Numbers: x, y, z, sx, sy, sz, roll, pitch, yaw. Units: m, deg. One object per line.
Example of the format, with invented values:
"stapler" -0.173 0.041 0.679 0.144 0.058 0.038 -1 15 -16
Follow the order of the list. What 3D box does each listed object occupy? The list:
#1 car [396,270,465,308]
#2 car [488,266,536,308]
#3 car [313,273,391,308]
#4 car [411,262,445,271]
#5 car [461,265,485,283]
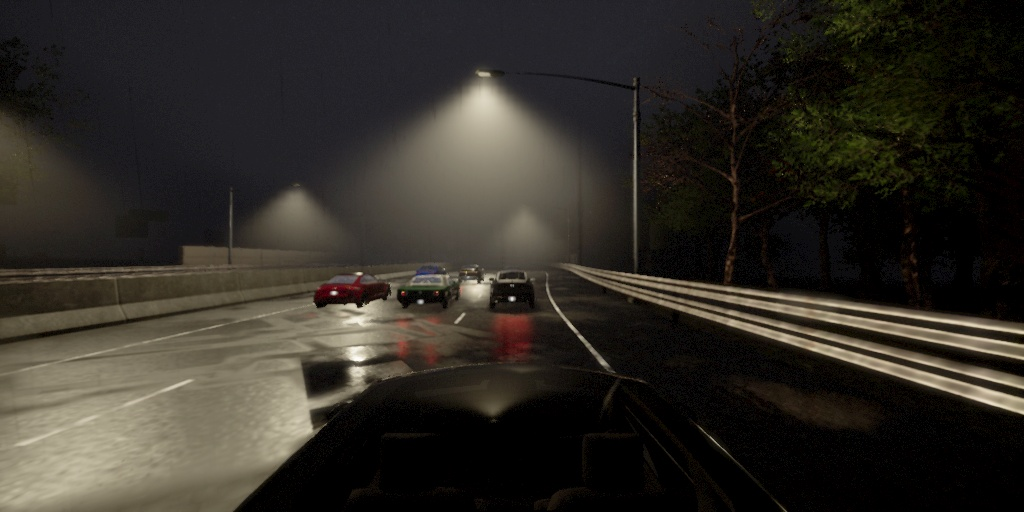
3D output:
"car" -3.494 1.485 15.956 1.895 1.301 4.718 0 -1 0
"car" 0.009 1.393 16.139 1.837 1.490 4.892 0 0 0
"car" -6.997 1.450 16.143 1.994 1.385 4.181 0 -1 0
"car" -6.985 1.514 31.339 1.882 1.535 5.008 0 0 0
"car" -3.486 1.527 31.142 2.128 1.511 4.902 0 0 0
